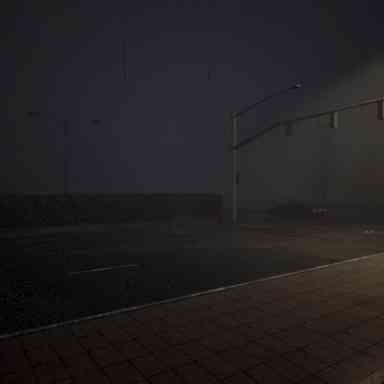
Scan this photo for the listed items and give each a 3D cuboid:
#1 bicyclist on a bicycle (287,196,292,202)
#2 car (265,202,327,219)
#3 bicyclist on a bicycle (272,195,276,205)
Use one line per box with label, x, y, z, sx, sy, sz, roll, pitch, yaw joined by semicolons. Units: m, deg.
bicyclist on a bicycle;14.350;1.449;49.100;1.656;1.620;0.582;0;0;-22
car;8.901;1.544;28.914;2.033;1.411;5.357;0;0;-36
bicyclist on a bicycle;13.385;1.295;54.015;0.582;1.620;1.656;0;0;22
